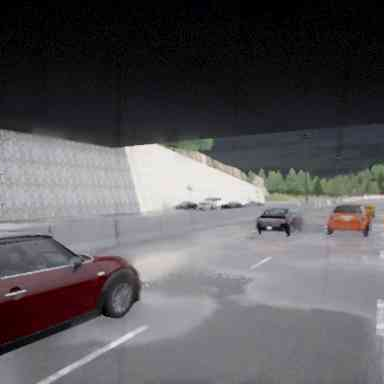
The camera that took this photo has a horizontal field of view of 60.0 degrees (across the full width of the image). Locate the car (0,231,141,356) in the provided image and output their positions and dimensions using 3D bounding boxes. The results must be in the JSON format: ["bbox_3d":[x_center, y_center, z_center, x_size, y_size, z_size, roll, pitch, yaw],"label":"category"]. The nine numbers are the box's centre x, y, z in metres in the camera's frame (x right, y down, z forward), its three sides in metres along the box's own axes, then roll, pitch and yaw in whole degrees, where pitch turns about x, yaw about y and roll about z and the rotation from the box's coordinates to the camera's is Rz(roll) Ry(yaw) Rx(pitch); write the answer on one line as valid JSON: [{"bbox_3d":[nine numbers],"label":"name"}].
[{"bbox_3d":[-2.897,1.425,5.415,2.097,1.767,4.553,-1,-1,32],"label":"car"}]

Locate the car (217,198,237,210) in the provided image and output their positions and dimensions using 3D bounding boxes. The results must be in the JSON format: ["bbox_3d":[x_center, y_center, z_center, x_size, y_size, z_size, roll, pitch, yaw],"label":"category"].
[{"bbox_3d":[6.099,2.077,49.461,2.033,1.411,5.357,-1,-1,30],"label":"car"}]

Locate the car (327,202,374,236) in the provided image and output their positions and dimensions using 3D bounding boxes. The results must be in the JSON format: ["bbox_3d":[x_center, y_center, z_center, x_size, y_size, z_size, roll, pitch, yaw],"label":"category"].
[{"bbox_3d":[9.613,1.542,20.170,2.097,1.767,4.553,-1,-1,30],"label":"car"}]

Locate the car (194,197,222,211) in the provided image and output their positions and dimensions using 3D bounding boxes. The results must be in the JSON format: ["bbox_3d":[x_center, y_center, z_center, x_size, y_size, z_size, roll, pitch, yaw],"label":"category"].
[{"bbox_3d":[3.015,1.784,51.126,2.150,2.045,5.566,-1,-1,30],"label":"car"}]

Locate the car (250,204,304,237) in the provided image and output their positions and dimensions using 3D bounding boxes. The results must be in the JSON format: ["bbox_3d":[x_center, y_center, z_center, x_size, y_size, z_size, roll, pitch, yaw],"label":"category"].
[{"bbox_3d":[5.279,1.693,19.644,2.128,1.511,4.902,-1,-1,30],"label":"car"}]

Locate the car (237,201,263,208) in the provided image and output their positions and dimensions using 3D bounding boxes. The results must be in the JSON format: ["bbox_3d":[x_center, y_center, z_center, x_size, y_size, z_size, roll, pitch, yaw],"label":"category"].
[{"bbox_3d":[8.642,1.984,46.876,2.128,1.511,4.902,-1,-1,30],"label":"car"}]

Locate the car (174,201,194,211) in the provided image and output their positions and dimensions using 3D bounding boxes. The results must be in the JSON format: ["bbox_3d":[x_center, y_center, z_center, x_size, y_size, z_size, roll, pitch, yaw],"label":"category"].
[{"bbox_3d":[-0.909,2.100,51.339,1.812,1.442,4.674,-1,-1,30],"label":"car"}]
